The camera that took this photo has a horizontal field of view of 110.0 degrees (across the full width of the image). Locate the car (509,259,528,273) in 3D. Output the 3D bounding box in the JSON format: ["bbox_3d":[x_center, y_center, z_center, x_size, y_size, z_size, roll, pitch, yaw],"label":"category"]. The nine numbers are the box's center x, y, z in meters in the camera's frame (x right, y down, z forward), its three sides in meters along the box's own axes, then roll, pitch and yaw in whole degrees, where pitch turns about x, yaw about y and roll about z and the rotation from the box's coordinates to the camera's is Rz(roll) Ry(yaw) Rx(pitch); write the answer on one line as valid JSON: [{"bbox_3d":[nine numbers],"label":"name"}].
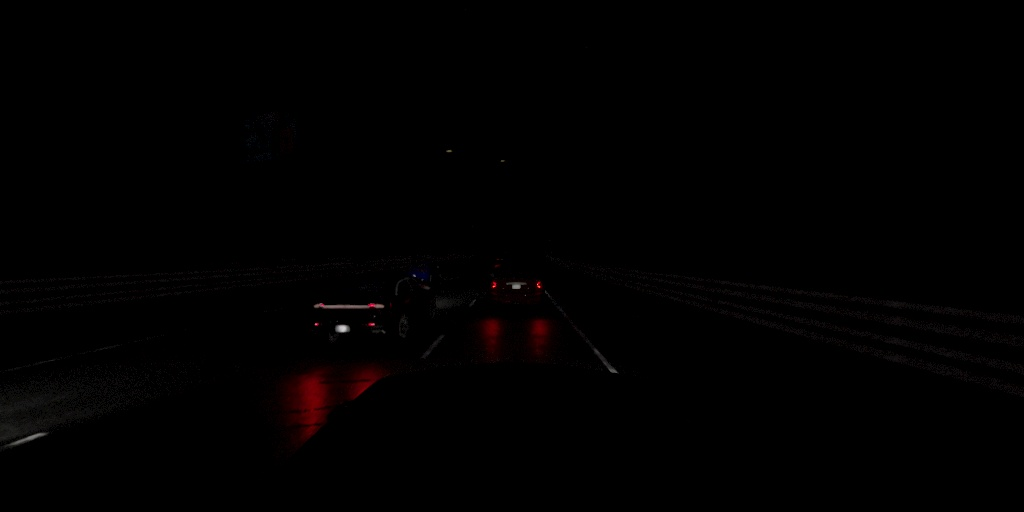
[{"bbox_3d":[0.761,1.081,41.563,2.033,1.411,5.357,0,1,2],"label":"car"}]

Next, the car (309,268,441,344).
[{"bbox_3d":[-3.371,1.233,9.590,2.128,1.511,4.902,0,0,0],"label":"car"}]

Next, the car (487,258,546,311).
[{"bbox_3d":[0.177,1.093,14.654,2.097,1.767,4.553,0,0,1],"label":"car"}]

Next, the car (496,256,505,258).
[{"bbox_3d":[-1.900,0.667,61.452,1.837,1.490,4.892,0,2,3],"label":"car"}]

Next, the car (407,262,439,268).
[{"bbox_3d":[-6.629,1.162,26.879,1.882,1.535,5.008,0,0,1],"label":"car"}]
